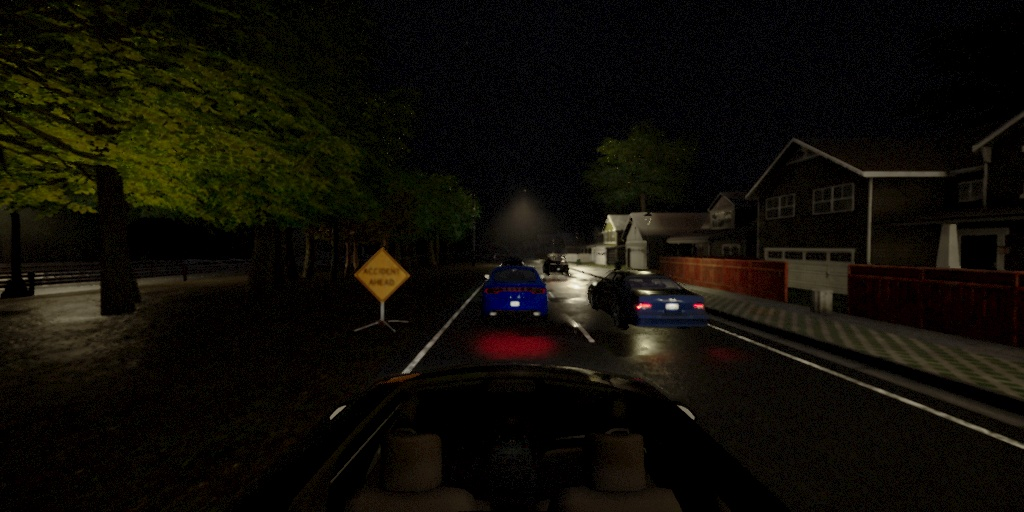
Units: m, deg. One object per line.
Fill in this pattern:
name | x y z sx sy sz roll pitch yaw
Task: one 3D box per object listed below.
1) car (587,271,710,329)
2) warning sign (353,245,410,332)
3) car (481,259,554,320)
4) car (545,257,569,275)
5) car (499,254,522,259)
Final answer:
car | 3.583 1.130 10.483 2.033 1.411 5.357 0 1 0
warning sign | -3.038 0.732 8.422 1.300 1.860 1.060 0 0 0
car | 0.087 1.039 11.777 1.882 1.535 5.008 0 1 0
car | 3.634 0.787 30.287 2.128 1.511 4.902 0 1 0
car | 0.137 0.799 30.405 1.837 1.490 4.892 0 1 0
